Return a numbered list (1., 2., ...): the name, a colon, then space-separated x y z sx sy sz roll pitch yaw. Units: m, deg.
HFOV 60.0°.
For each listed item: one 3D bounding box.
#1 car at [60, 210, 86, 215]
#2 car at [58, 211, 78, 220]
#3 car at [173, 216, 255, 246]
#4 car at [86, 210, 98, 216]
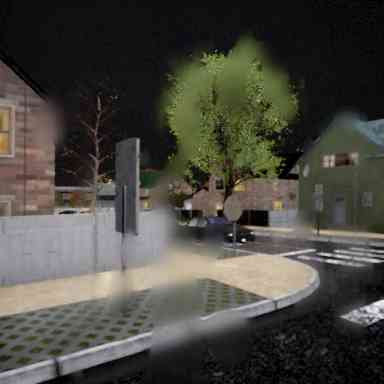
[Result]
1. car: -15.007 3.050 40.976 1.837 1.490 4.892 0 -3 -35
2. car: -19.560 3.634 52.338 1.895 1.301 4.718 1 -3 -35
3. car: 0.970 2.025 18.163 2.033 1.411 5.357 0 -2 -34
4. car: -13.726 3.114 44.122 1.882 1.535 5.008 0 -3 -35
